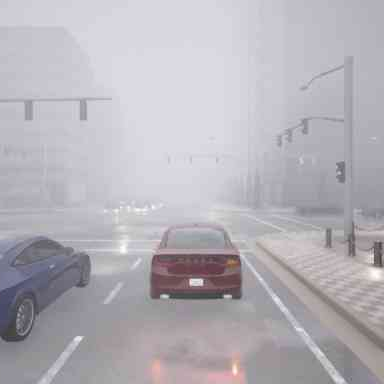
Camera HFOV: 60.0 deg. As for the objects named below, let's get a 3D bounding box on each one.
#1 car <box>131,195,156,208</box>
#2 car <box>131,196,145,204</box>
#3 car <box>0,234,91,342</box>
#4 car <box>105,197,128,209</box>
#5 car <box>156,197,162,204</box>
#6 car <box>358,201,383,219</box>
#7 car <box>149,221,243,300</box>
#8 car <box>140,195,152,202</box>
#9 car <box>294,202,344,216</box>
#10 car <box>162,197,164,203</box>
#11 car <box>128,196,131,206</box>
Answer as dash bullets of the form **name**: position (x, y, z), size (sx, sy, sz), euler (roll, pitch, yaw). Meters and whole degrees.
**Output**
- **car**: position (-7.013, 1.491, 48.626), size (2.128, 1.511, 4.902), euler (0, 0, 0)
- **car**: position (-10.425, 1.564, 64.765), size (1.994, 1.385, 4.181), euler (0, 0, 1)
- **car**: position (-3.419, 1.526, 6.352), size (1.812, 1.442, 4.674), euler (0, 0, 0)
- **car**: position (-10.520, 1.505, 45.539), size (1.837, 1.490, 4.892), euler (0, 0, 0)
- **car**: position (-6.979, 1.491, 57.933), size (2.128, 1.511, 4.902), euler (0, 0, 0)
- **car**: position (16.327, 1.436, 27.364), size (4.902, 1.511, 2.128), euler (0, 0, 0)
- **car**: position (0.094, 1.478, 8.481), size (1.882, 1.535, 5.008), euler (0, 0, 0)
- **car**: position (-10.371, 1.478, 75.152), size (1.882, 1.535, 5.008), euler (0, 0, 0)
- **car**: position (12.036, 1.545, 30.908), size (4.718, 1.301, 1.895), euler (0, 0, 1)
- **car**: position (-6.889, 1.601, 68.224), size (1.895, 1.301, 4.718), euler (0, 0, 0)
- **car**: position (-10.494, 1.491, 54.767), size (2.128, 1.511, 4.902), euler (0, 0, 0)
